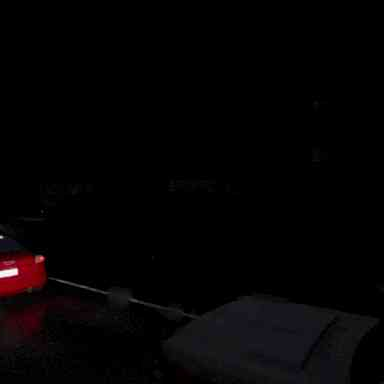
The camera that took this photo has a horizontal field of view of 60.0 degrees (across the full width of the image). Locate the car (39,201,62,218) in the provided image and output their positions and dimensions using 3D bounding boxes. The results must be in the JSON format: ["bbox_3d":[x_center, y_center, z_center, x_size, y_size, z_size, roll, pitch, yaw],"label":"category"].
[{"bbox_3d":[-11.395,1.466,30.320,1.837,1.490,4.892,0,0,35],"label":"car"}]

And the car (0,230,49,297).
[{"bbox_3d":[-5.206,1.564,7.754,4.181,1.385,1.994,0,0,37],"label":"car"}]

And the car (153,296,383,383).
[{"bbox_3d":[1.966,1.601,2.583,4.718,1.301,1.895,0,0,36],"label":"car"}]
